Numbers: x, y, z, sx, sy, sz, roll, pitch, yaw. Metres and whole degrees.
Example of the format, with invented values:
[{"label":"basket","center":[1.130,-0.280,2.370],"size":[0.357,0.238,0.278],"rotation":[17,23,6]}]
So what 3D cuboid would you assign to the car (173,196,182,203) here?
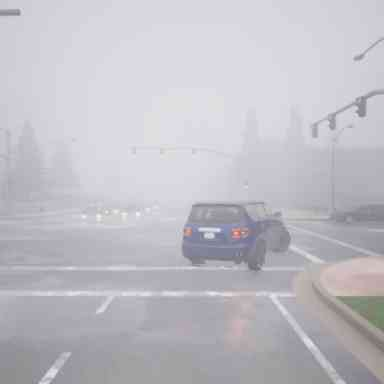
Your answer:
[{"label":"car","center":[-3.493,1.746,80.545],"size":[1.882,1.535,5.008],"rotation":[0,0,0]}]

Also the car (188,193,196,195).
[{"label":"car","center":[0.006,1.347,80.253],"size":[2.150,2.045,5.566],"rotation":[0,0,0]}]

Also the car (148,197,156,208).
[{"label":"car","center":[-7.064,1.732,50.401],"size":[1.994,1.385,4.181],"rotation":[0,0,1]}]

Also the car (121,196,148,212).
[{"label":"car","center":[-7.079,1.615,41.409],"size":[1.882,1.535,5.008],"rotation":[0,0,0]}]

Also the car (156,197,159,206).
[{"label":"car","center":[-7.007,1.706,60.474],"size":[1.837,1.490,4.892],"rotation":[0,0,0]}]

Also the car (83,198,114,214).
[{"label":"car","center":[-10.588,1.476,37.336],"size":[2.097,1.767,4.553],"rotation":[0,0,0]}]

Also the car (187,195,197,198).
[{"label":"car","center":[0.006,1.779,70.350],"size":[1.994,1.385,4.181],"rotation":[0,0,0]}]

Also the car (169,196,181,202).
[{"label":"car","center":[-3.394,1.819,65.607],"size":[1.895,1.301,4.718],"rotation":[0,0,0]}]

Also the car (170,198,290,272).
[{"label":"car","center":[1.678,1.262,11.363],"size":[2.150,2.045,5.566],"rotation":[-1,-1,27]}]

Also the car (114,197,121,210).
[{"label":"car","center":[-10.578,1.717,45.965],"size":[1.994,1.385,4.181],"rotation":[0,0,1]}]

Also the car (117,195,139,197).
[{"label":"car","center":[-10.551,1.659,54.739],"size":[1.882,1.535,5.008],"rotation":[0,0,0]}]

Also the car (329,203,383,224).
[{"label":"car","center":[12.744,1.588,24.717],"size":[4.892,1.490,1.837],"rotation":[0,0,-1]}]
